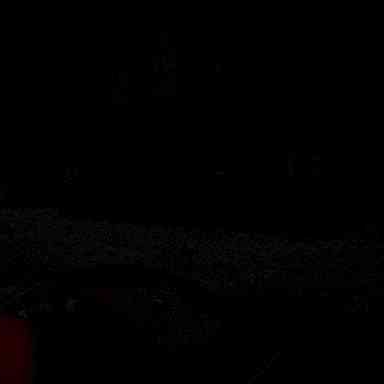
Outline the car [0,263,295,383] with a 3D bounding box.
[{"bbox_3d":[-1.144,1.539,3.890,4.507,1.381,1.887,0,0,36],"label":"car"}]
